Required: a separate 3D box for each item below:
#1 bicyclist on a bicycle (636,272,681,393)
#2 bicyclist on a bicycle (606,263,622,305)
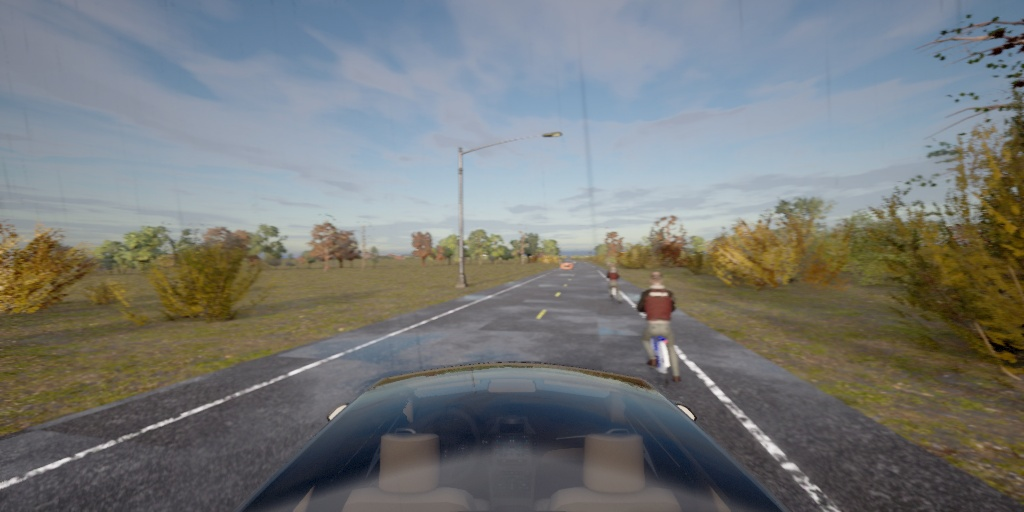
[{"bbox_3d":[2.326,1.135,5.842,0.659,1.776,1.843,-1,0,12],"label":"bicyclist on a bicycle"},{"bbox_3d":[4.402,1.207,15.637,0.659,1.776,1.843,-1,0,12],"label":"bicyclist on a bicycle"}]
